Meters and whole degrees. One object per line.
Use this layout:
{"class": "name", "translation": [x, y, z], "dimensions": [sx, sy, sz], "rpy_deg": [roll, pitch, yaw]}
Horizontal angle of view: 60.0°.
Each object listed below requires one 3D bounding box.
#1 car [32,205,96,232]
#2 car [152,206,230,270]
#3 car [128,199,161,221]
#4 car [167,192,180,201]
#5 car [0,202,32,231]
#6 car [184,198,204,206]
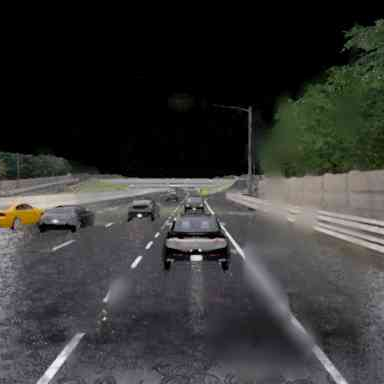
{"class": "car", "translation": [-6.854, 1.397, 18.685], "dimensions": [1.994, 1.385, 4.181], "rpy_deg": [0, 1, 0]}
{"class": "car", "translation": [0.119, 1.424, 10.819], "dimensions": [2.128, 1.511, 4.902], "rpy_deg": [0, 1, 0]}
{"class": "car", "translation": [-3.428, 1.250, 24.254], "dimensions": [1.837, 1.490, 4.892], "rpy_deg": [0, 1, 0]}
{"class": "car", "translation": [-3.157, 0.698, 56.729], "dimensions": [1.837, 1.490, 4.892], "rpy_deg": [0, 1, 1]}
{"class": "car", "translation": [-10.351, 1.302, 19.319], "dimensions": [1.882, 1.535, 5.008], "rpy_deg": [0, 1, 0]}
{"class": "car", "translation": [0.222, 1.207, 32.298], "dimensions": [1.895, 1.301, 4.718], "rpy_deg": [0, 1, 0]}
